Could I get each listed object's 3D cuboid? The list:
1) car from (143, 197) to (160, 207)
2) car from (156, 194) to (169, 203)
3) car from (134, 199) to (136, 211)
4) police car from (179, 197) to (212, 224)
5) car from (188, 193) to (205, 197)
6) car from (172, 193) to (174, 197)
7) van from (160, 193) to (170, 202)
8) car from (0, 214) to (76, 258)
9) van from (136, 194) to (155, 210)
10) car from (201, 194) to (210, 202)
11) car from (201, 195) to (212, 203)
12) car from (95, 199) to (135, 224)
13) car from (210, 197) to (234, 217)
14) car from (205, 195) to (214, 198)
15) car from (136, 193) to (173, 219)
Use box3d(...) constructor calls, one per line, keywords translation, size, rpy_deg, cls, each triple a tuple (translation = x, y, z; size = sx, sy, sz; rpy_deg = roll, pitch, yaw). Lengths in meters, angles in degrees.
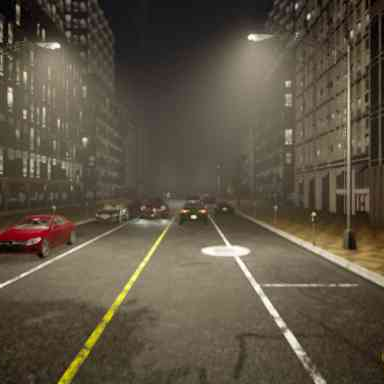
box3d(translation=(-5.650, 1.378, 46.658), size=(1.802, 1.307, 4.206), rpy_deg=(0, 0, 0), cls="car")
box3d(translation=(-5.636, 1.154, 63.732), size=(1.967, 1.590, 4.097), rpy_deg=(0, 0, 0), cls="car")
box3d(translation=(-5.659, 1.393, 35.273), size=(1.887, 1.381, 4.507), rpy_deg=(0, 0, 0), cls="car")
box3d(translation=(0.119, 1.406, 23.862), size=(2.038, 1.542, 4.974), rpy_deg=(0, 1, 0), cls="police car")
box3d(translation=(0.131, 1.173, 40.885), size=(2.097, 1.767, 4.553), rpy_deg=(0, 0, 0), cls="car")
box3d(translation=(-5.627, 1.224, 75.118), size=(1.947, 1.339, 4.313), rpy_deg=(0, 0, 0), cls="car")
box3d(translation=(-5.630, 1.027, 69.425), size=(1.690, 1.788, 3.998), rpy_deg=(0, 0, 0), cls="van")
box3d(translation=(-5.677, 1.530, 12.503), size=(1.802, 1.307, 4.206), rpy_deg=(0, 0, 0), cls="car")
box3d(translation=(-5.654, 1.163, 40.964), size=(1.690, 1.788, 3.998), rpy_deg=(0, 0, 0), cls="van")
box3d(translation=(2.749, 1.210, 69.574), size=(1.752, 1.417, 4.829), rpy_deg=(0, 0, 0), cls="car")
box3d(translation=(2.744, 1.295, 63.712), size=(1.802, 1.307, 4.206), rpy_deg=(0, 0, 0), cls="car")
box3d(translation=(-5.669, 1.449, 23.888), size=(2.008, 1.369, 4.403), rpy_deg=(0, 0, 0), cls="car")
box3d(translation=(2.717, 1.439, 29.561), size=(1.947, 1.339, 4.313), rpy_deg=(0, 0, 0), cls="car")
box3d(translation=(2.736, 1.208, 52.327), size=(1.967, 1.590, 4.097), rpy_deg=(0, 0, 0), cls="car")
box3d(translation=(-3.036, 1.231, 27.995), size=(2.097, 1.767, 4.553), rpy_deg=(0, 0, 1), cls="car")
